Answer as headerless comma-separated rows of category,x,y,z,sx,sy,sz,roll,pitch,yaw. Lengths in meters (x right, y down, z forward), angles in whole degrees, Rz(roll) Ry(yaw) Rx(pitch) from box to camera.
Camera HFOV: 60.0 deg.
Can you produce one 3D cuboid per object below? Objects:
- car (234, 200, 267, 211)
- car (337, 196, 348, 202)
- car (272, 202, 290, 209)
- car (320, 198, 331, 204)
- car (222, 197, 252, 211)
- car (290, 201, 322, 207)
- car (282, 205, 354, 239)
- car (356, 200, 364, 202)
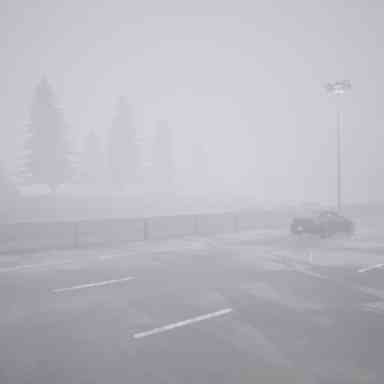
car,7.970,2.041,43.840,1.895,1.301,4.718,-1,-1,43
car,34.755,1.748,76.879,1.837,1.490,4.892,-1,-1,26
car,12.029,1.970,43.135,1.994,1.385,4.181,-1,-1,42
car,31.005,2.049,77.187,1.994,1.385,4.181,-1,-1,27
car,6.615,1.710,47.541,2.150,2.045,5.566,-1,-1,42
car,14.201,1.866,40.304,1.837,1.490,4.892,-1,-1,42
car,7.222,1.688,18.404,4.674,1.442,1.812,0,0,-41
car,37.084,1.951,73.694,2.033,1.411,5.357,-1,-1,27
